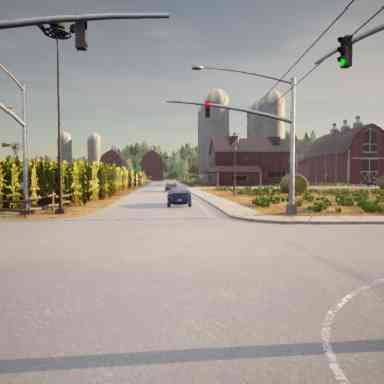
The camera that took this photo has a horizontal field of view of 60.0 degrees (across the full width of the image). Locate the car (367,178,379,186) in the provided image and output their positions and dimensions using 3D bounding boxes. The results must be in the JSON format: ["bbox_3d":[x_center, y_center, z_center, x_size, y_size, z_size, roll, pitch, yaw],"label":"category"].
[{"bbox_3d":[42.375,-2.329,77.518,1.905,1.878,3.866,10,10,41],"label":"car"}]

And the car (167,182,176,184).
[{"bbox_3d":[-3.337,-0.811,52.831,2.128,1.511,4.902,0,3,-5],"label":"car"}]

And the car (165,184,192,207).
[{"bbox_3d":[-1.110,0.346,27.600,1.882,1.535,5.008,0,3,-5],"label":"car"}]
